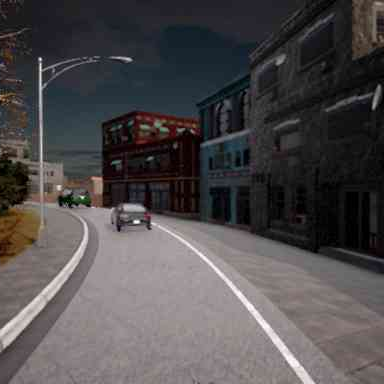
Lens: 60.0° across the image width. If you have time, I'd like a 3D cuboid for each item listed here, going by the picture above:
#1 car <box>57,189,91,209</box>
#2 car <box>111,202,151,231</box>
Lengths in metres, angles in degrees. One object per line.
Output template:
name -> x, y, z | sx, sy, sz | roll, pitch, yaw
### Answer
car -> -12.710, 0.653, 35.786 | 2.150, 2.045, 5.566 | -1, 1, -37
car -> -3.545, 1.303, 19.074 | 1.812, 1.442, 4.674 | 0, 1, -19
